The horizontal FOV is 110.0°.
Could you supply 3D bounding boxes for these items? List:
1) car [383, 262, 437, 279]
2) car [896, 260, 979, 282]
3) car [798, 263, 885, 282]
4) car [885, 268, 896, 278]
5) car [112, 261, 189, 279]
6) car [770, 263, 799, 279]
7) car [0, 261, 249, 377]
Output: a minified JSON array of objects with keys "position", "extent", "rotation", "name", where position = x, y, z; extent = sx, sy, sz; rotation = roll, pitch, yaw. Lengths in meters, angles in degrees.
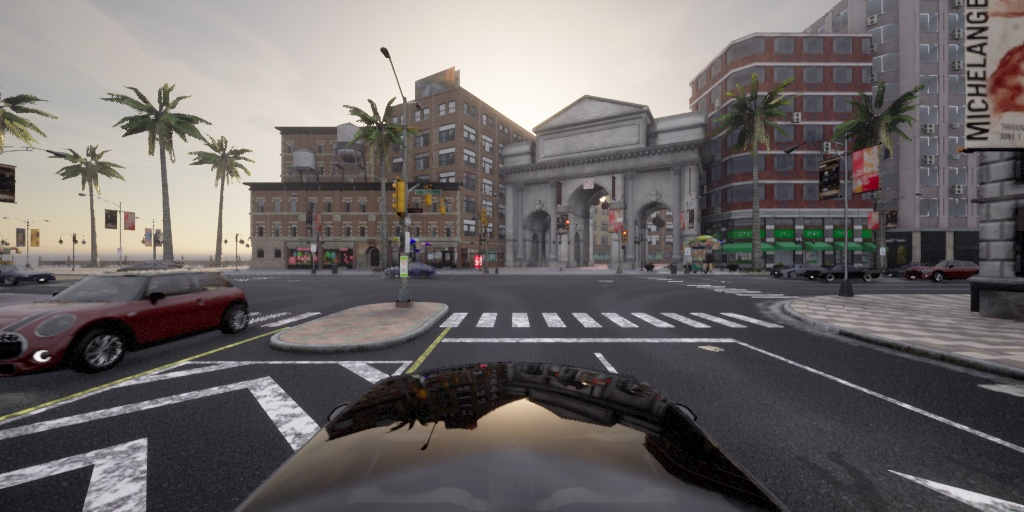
[{"position":[-9.151,1.275,32.318],"extent":[4.674,1.442,1.812],"rotation":[0,0,0],"name":"car"},{"position":[34.063,1.102,28.387],"extent":[4.553,1.767,2.097],"rotation":[0,0,2],"name":"car"},{"position":[26.107,1.351,28.541],"extent":[4.718,1.301,1.895],"rotation":[0,0,1],"name":"car"},{"position":[36.342,1.298,31.905],"extent":[5.357,1.411,2.033],"rotation":[0,0,0],"name":"car"},{"position":[-32.657,1.241,32.494],"extent":[4.902,1.511,2.128],"rotation":[0,0,0],"name":"car"},{"position":[25.592,1.314,32.029],"extent":[4.181,1.385,1.994],"rotation":[0,0,1],"name":"car"},{"position":[-8.040,1.102,7.586],"extent":[2.097,1.767,4.553],"rotation":[0,0,0],"name":"car"}]
